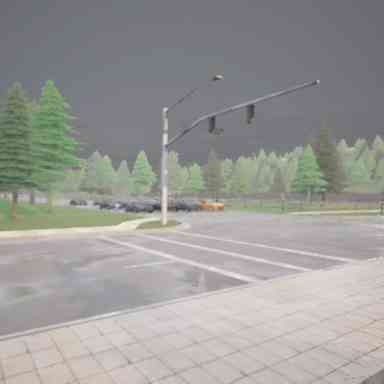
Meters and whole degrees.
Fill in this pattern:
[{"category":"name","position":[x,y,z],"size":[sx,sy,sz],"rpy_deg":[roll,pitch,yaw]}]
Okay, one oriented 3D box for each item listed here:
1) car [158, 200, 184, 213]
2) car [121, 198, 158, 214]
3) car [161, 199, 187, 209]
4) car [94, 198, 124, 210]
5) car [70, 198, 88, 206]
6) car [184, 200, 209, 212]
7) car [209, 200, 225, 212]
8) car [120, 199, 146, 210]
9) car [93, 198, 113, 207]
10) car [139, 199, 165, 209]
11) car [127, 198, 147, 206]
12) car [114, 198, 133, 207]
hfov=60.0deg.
[{"category":"car","position":[-3.311,1.829,40.333],"size":[1.895,1.301,4.718],"rpy_deg":[1,0,-35]},{"category":"car","position":[-6.067,1.753,38.169],"size":[1.994,1.385,4.181],"rpy_deg":[1,0,-35]},{"category":"car","position":[-2.826,1.871,51.827],"size":[1.994,1.385,4.181],"rpy_deg":[1,0,-36]},{"category":"car","position":[-11.098,1.681,45.348],"size":[2.128,1.511,4.902],"rpy_deg":[1,0,-35]},{"category":"car","position":[-19.651,1.739,57.614],"size":[2.033,1.411,5.357],"rpy_deg":[1,0,-35]},{"category":"car","position":[-0.628,1.815,42.604],"size":[2.033,1.411,5.357],"rpy_deg":[1,0,-35]},{"category":"car","position":[2.339,1.784,44.473],"size":[1.882,1.535,5.008],"rpy_deg":[1,0,-35]},{"category":"car","position":[-8.513,1.755,47.762],"size":[1.812,1.442,4.674],"rpy_deg":[1,0,-35]},{"category":"car","position":[-15.534,1.794,57.817],"size":[1.994,1.385,4.181],"rpy_deg":[1,0,-36]},{"category":"car","position":[-6.129,1.794,50.459],"size":[1.812,1.442,4.674],"rpy_deg":[1,0,-35]},{"category":"car","position":[-10.454,1.909,62.855],"size":[1.895,1.301,4.718],"rpy_deg":[1,0,-34]},{"category":"car","position":[-12.245,1.795,59.260],"size":[1.812,1.442,4.674],"rpy_deg":[1,-1,-34]}]
